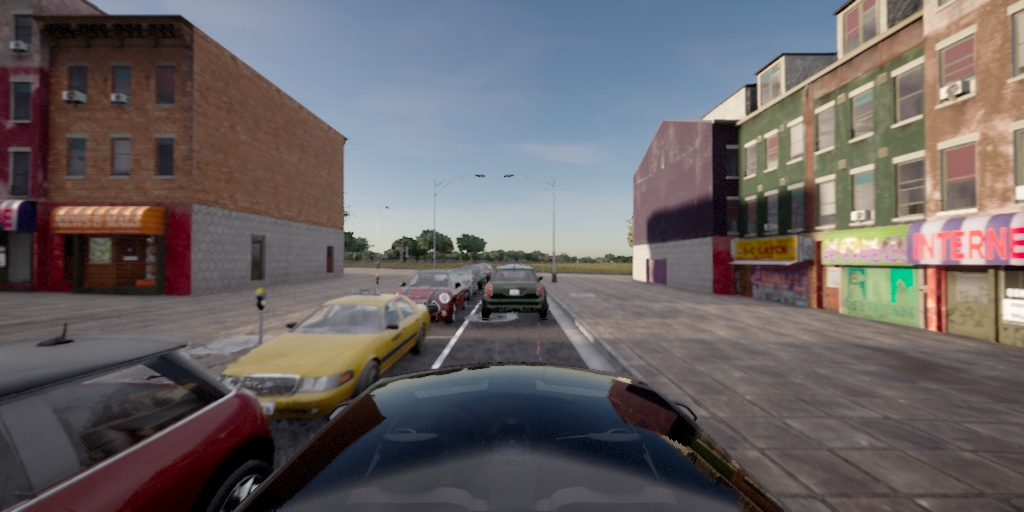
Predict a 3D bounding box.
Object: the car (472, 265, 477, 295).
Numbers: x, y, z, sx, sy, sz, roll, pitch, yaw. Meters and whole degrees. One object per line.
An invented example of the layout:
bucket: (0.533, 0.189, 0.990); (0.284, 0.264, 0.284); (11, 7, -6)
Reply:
car: (-2.642, 1.314, 17.410); (2.007, 1.370, 4.403); (0, 0, 0)

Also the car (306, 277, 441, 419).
car: (-2.638, 1.275, 6.163); (1.751, 1.417, 4.829); (0, 0, 0)

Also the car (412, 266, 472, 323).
car: (-2.640, 1.193, 11.871); (1.967, 1.591, 4.097); (0, 0, 0)

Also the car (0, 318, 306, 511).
car: (-2.637, 1.191, 0.794); (1.967, 1.591, 4.097); (0, 0, 0)

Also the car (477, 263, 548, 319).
car: (0.079, 1.109, 12.997); (2.097, 1.767, 4.553); (0, 0, 0)
